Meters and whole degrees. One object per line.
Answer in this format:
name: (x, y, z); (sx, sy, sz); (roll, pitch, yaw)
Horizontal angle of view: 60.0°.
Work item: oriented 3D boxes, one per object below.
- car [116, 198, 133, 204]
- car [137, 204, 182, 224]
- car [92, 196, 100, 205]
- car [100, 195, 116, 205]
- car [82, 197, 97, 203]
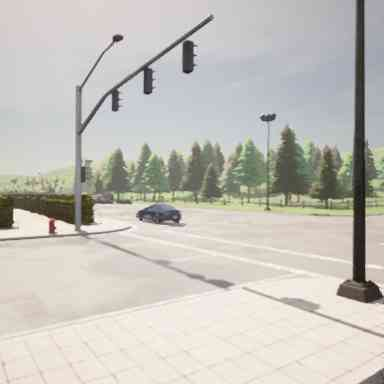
car: (-13.601, 1.796, 66.180); (1.895, 1.301, 4.718); (1, 0, -35)
car: (-2.532, 1.616, 25.465); (1.812, 1.442, 4.674); (0, 0, -36)
car: (-19.482, 1.671, 62.374); (1.812, 1.442, 4.674); (1, 0, -34)
car: (-17.239, 1.771, 65.281); (1.895, 1.301, 4.718); (0, 0, -34)
car: (-22.282, 1.724, 72.445); (1.994, 1.385, 4.181); (1, 0, -35)
